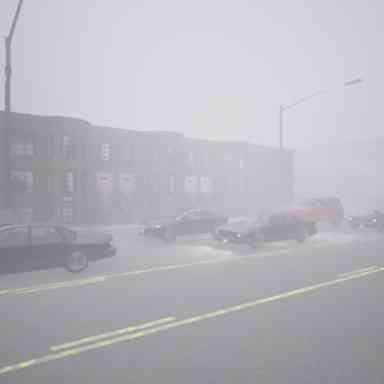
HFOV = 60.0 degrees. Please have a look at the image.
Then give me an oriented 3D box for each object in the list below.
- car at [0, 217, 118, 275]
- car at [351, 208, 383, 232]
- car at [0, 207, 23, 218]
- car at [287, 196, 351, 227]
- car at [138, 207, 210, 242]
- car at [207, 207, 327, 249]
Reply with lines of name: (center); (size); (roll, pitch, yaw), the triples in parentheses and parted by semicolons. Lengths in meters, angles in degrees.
car: (-4.805, 1.554, 9.206); (5.357, 1.411, 2.033); (0, 0, -38)
car: (11.889, 1.719, 21.005); (4.718, 1.301, 1.895); (0, 0, -35)
car: (-7.837, 1.351, 11.316); (4.553, 1.767, 2.097); (0, 0, -35)
car: (8.078, 1.327, 22.597); (5.566, 2.045, 2.150); (0, 0, -35)
car: (-0.282, 1.542, 16.680); (4.902, 1.511, 2.128); (0, 0, -35)
car: (3.519, 1.610, 15.095); (5.357, 1.411, 2.033); (0, 0, -36)
